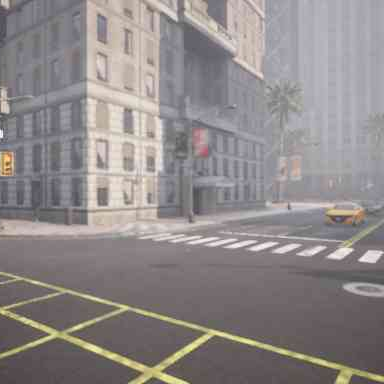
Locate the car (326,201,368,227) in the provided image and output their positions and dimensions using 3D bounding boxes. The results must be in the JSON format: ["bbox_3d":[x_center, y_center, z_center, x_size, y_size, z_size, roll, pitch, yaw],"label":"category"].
[{"bbox_3d":[10.981,1.512,23.746,1.882,1.535,5.008,-1,0,35],"label":"car"}]

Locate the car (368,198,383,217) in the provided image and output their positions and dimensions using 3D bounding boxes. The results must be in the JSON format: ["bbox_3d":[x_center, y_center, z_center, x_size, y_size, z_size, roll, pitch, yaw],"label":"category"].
[{"bbox_3d":[16.726,1.597,31.829,1.994,1.385,4.181,-1,0,36],"label":"car"}]
